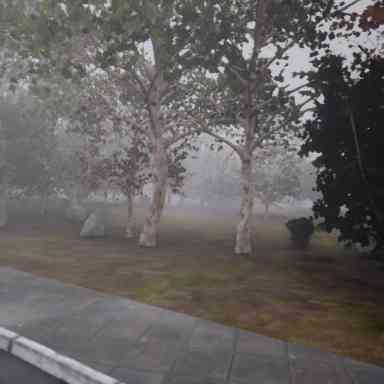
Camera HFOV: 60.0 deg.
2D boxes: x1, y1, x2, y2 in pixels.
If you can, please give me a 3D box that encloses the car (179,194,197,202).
[{"bbox_3d":[-1.206,1.569,93.527,2.435,2.045,5.566,6,1,42],"label":"car"}]
